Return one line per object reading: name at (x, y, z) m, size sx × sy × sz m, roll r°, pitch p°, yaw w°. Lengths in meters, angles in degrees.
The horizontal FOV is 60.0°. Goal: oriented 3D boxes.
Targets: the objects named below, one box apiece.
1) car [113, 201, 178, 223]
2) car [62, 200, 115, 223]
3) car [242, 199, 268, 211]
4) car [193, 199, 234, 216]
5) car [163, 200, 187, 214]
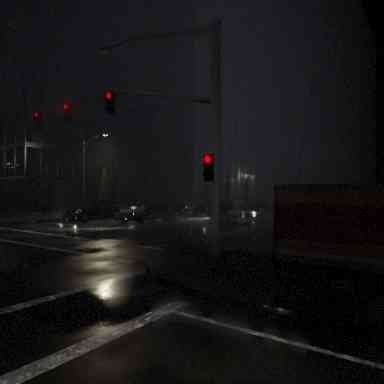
car at (-3.525, 1.656, 26.016) m, size 1.895 × 1.301 × 4.718 m, roll 0°, pitch 0°, yaw 36°
car at (-7.789, 1.407, 26.068) m, size 2.097 × 1.767 × 4.553 m, roll 0°, pitch 0°, yaw 36°
car at (8.023, 1.581, 42.109) m, size 1.812 × 1.442 × 4.674 m, roll 0°, pitch 0°, yaw 36°
car at (1.995, 1.533, 33.717) m, size 1.882 × 1.535 × 5.008 m, roll 0°, pitch 0°, yaw 35°
car at (-2.469, 1.560, 33.498) m, size 1.837 × 1.490 × 4.892 m, roll 0°, pitch 0°, yaw 36°
